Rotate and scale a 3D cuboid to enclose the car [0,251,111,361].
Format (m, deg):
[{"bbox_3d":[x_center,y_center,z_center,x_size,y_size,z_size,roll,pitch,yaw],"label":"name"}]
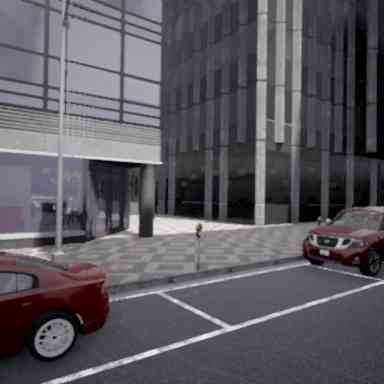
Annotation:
[{"bbox_3d":[-3.355,1.541,4.363,4.507,1.381,1.887,1,0,-35],"label":"car"}]

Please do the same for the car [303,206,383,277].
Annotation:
[{"bbox_3d":[5.811,1.426,10.887,5.009,1.841,2.192,1,0,-35],"label":"car"}]
